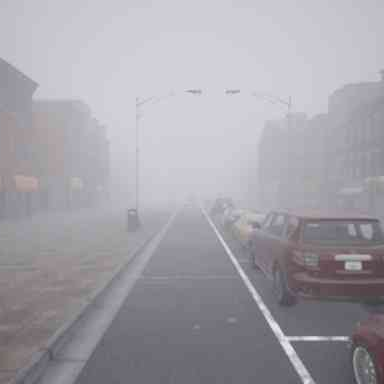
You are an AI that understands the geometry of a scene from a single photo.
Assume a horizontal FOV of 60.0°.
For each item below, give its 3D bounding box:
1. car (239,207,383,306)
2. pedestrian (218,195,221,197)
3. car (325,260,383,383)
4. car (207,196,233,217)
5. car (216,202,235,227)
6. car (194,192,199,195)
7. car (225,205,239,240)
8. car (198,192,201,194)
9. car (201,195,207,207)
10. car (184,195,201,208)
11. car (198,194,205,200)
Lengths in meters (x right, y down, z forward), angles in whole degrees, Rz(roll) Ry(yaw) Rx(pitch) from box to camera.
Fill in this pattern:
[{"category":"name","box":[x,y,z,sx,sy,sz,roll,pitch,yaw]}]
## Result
[{"category":"car","box":[2.628,1.273,7.814,2.192,1.841,5.009,0,0,0]},{"category":"pedestrian","box":[2.687,1.146,32.586,0.375,1.860,0.375,0,0,0]},{"category":"car","box":[2.638,1.570,2.141,1.802,1.307,4.206,0,0,0]},{"category":"car","box":[2.692,1.214,29.776,2.097,1.767,4.553,0,0,0]},{"category":"car","box":[2.604,1.488,19.164,1.802,1.307,4.206,0,0,0]},{"category":"car","box":[-0.145,1.266,61.485,1.837,1.490,4.892,0,0,-1]},{"category":"car","box":[2.615,1.456,13.660,1.752,1.417,4.829,0,0,0]},{"category":"car","box":[2.480,1.282,82.241,1.887,1.381,4.507,0,0,0]},{"category":"car","box":[2.548,1.368,47.535,1.947,1.339,4.313,0,0,0]},{"category":"car","box":[-0.084,1.425,44.236,1.895,1.301,4.718,0,0,0]},{"category":"car","box":[2.468,1.257,88.091,1.752,1.417,4.829,0,0,0]}]
